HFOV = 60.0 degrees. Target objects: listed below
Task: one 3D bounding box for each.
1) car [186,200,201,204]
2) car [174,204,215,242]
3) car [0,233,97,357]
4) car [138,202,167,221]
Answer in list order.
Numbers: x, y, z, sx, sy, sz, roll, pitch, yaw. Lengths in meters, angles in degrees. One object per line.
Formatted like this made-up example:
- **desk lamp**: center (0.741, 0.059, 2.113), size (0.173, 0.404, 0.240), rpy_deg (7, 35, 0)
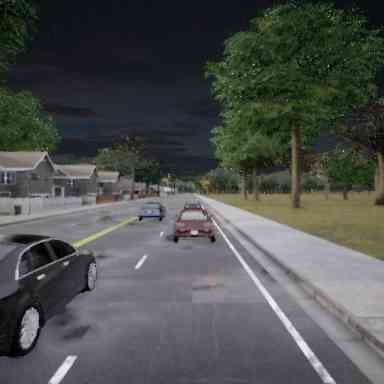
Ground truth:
- **car**: center (0.103, 1.583, 38.127), size (1.895, 1.301, 4.718), rpy_deg (0, 0, 0)
- **car**: center (0.100, 1.518, 16.248), size (1.812, 1.442, 4.674), rpy_deg (0, 0, 0)
- **car**: center (-3.149, 1.504, 5.992), size (1.837, 1.490, 4.892), rpy_deg (0, 0, 0)
- **car**: center (-3.147, 1.535, 27.077), size (2.033, 1.411, 5.357), rpy_deg (0, 0, 0)
